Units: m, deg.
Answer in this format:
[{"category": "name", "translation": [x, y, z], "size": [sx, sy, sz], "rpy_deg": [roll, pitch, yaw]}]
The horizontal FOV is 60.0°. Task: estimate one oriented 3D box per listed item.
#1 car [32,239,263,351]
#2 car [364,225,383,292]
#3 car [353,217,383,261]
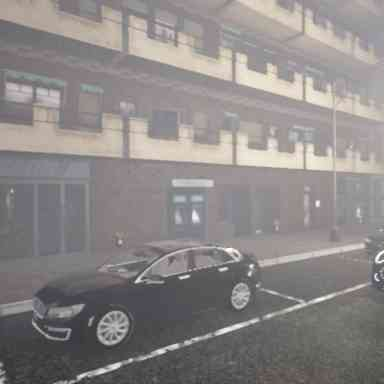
[{"category": "car", "translation": [-0.555, 1.619, 6.225], "size": [4.403, 1.369, 2.008], "rpy_deg": [1, -2, -37]}, {"category": "car", "translation": [6.241, 1.465, 7.962], "size": [4.553, 1.767, 2.097], "rpy_deg": [1, -1, -37]}, {"category": "car", "translation": [8.395, 1.727, 12.963], "size": [4.403, 1.369, 2.008], "rpy_deg": [1, -2, -37]}]
